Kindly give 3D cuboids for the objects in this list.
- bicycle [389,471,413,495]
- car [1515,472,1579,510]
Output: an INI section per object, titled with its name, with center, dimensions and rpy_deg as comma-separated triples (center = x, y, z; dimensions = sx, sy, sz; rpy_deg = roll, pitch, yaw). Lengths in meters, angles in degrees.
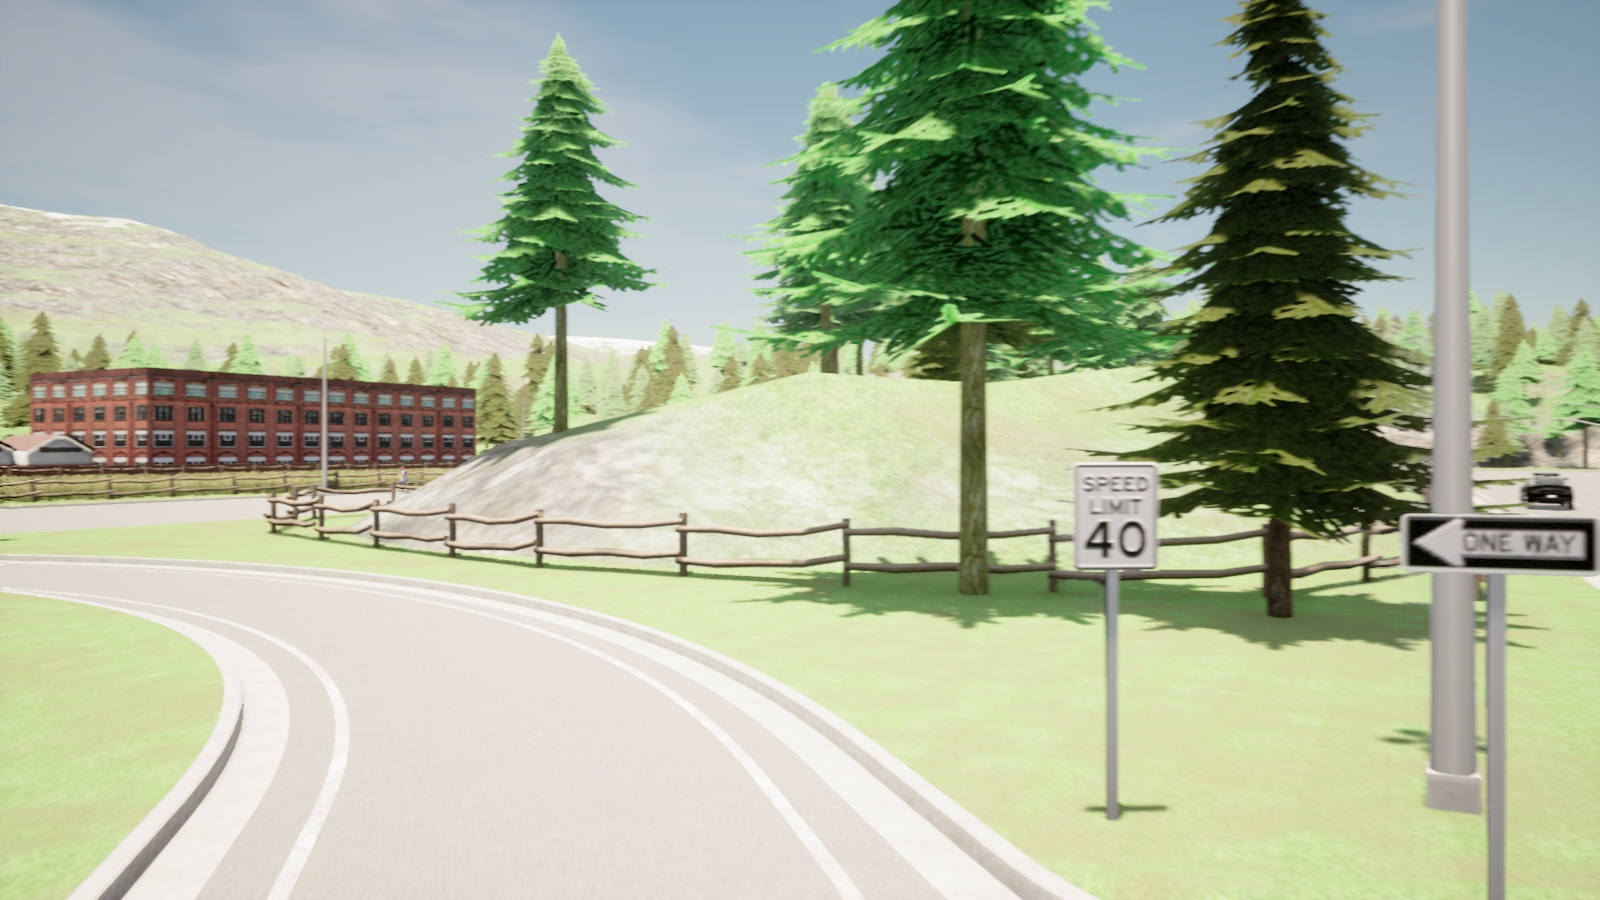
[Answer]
[bicycle]
center = -25.389, 2.079, 72.761
dimensions = 0.373, 1.496, 1.643
rpy_deg = 0, 0, 28
[car]
center = 35.704, 1.926, 54.735
dimensions = 2.097, 1.638, 5.238
rpy_deg = 0, 0, 28
